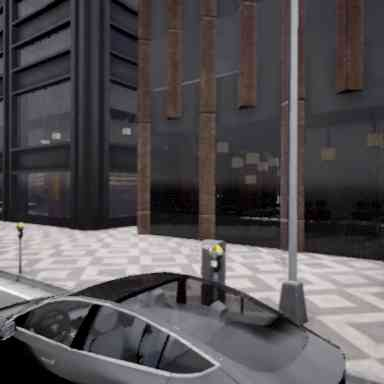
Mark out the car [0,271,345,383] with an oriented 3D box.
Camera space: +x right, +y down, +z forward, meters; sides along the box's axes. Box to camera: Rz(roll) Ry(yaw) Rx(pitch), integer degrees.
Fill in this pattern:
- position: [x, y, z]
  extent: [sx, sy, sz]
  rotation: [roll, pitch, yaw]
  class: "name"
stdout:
- position: [-0.704, 1.545, 3.464]
  extent: [4.313, 1.339, 1.947]
  rotation: [1, 0, 35]
  class: "car"
